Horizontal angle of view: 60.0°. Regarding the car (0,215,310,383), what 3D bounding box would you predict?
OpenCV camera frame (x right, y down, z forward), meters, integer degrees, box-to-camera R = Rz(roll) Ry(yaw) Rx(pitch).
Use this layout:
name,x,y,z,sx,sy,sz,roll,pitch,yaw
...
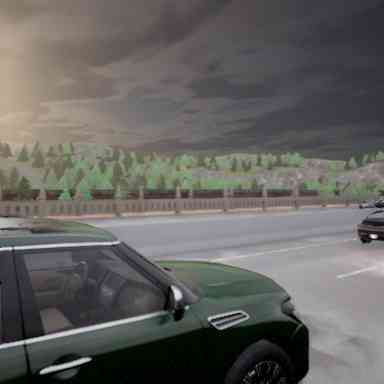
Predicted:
name,x,y,z,sx,sy,sz,roll,pitch,yaw
car,-1.424,1.222,2.731,5.566,2.045,2.150,0,0,-35

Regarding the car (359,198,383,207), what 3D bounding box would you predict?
name,x,y,z,sx,sy,sz,roll,pitch,yaw
car,22.945,1.506,41.776,4.902,1.511,2.128,0,0,-35

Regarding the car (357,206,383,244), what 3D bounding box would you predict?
name,x,y,z,sx,sy,sz,roll,pitch,yaw
car,9.168,1.508,14.588,4.892,1.490,1.837,0,0,-35
